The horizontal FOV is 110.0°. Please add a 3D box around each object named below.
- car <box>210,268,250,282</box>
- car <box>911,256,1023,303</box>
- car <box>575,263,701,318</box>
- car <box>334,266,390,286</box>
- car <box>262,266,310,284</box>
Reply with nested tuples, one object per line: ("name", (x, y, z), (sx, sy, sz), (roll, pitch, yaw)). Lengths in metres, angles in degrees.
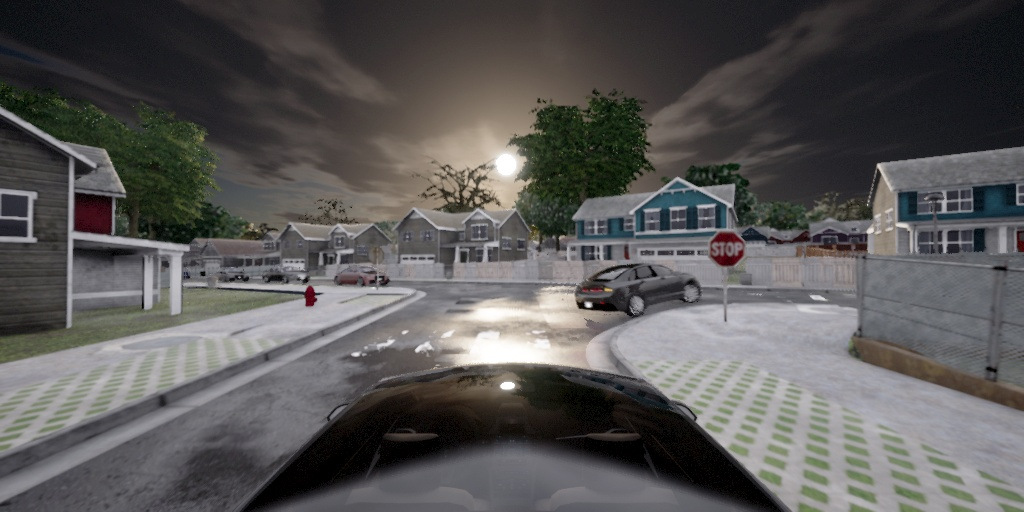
("car", (-27.698, 1.889, 35.172), (4.181, 1.385, 1.994), (-2, -1, 30))
("car", (15.709, 0.711, 10.861), (4.892, 1.490, 1.837), (-2, -2, 35))
("car", (4.293, 0.990, 12.009), (4.892, 1.490, 1.837), (-6, 0, -33))
("car", (-10.463, 1.407, 24.970), (4.181, 1.385, 1.994), (-2, -1, 32))
("car", (-19.001, 1.572, 30.154), (4.902, 1.511, 2.128), (-2, -1, 30))
